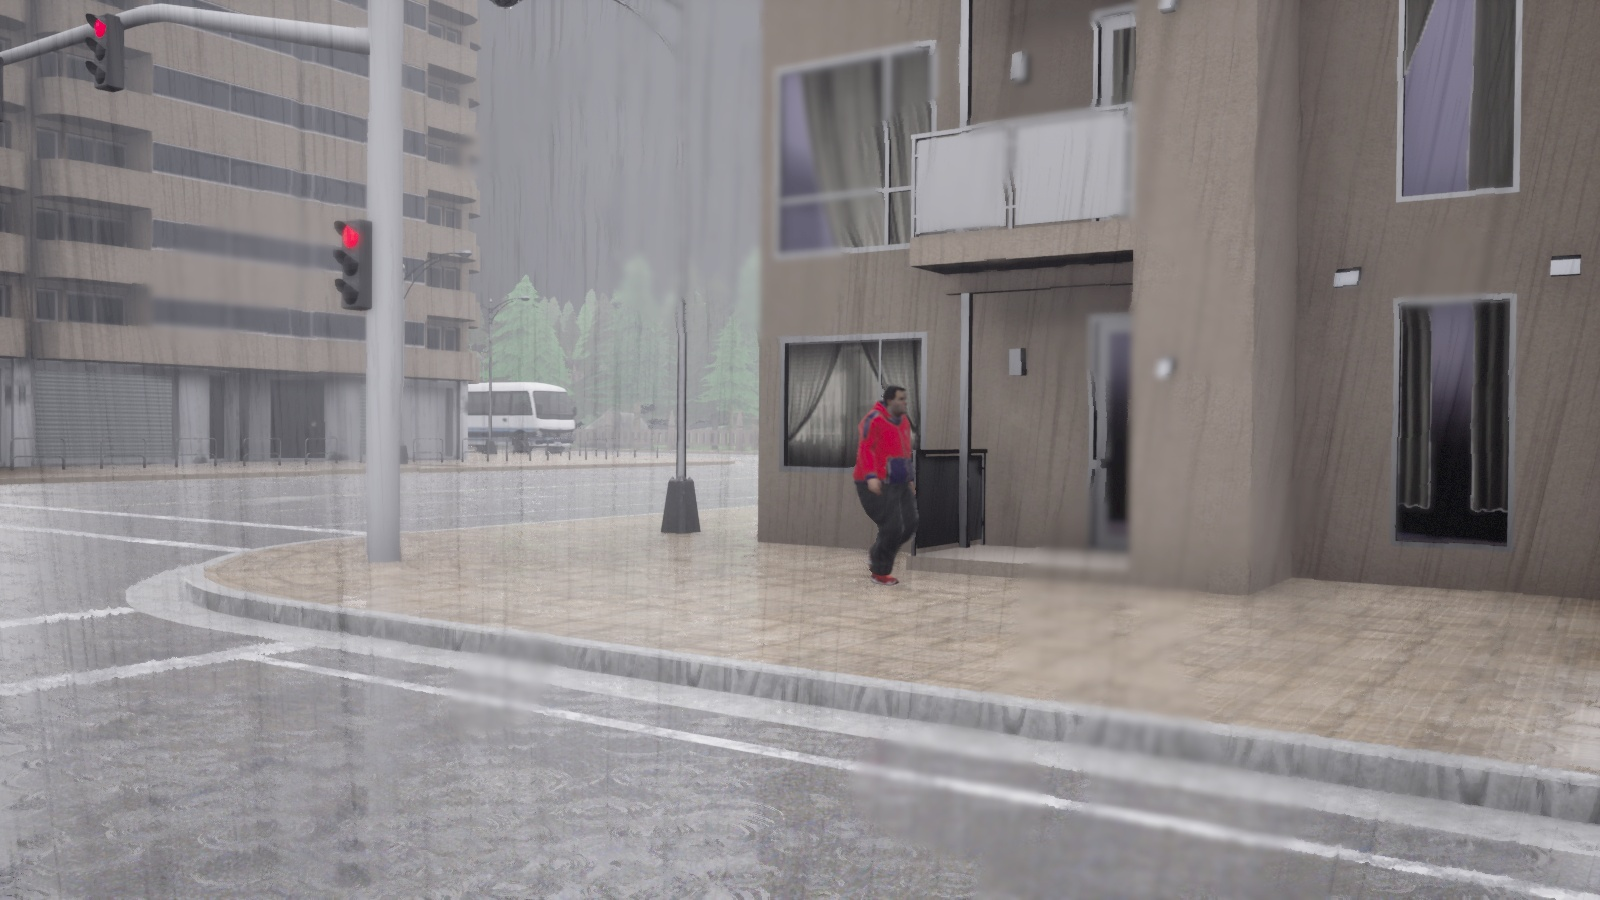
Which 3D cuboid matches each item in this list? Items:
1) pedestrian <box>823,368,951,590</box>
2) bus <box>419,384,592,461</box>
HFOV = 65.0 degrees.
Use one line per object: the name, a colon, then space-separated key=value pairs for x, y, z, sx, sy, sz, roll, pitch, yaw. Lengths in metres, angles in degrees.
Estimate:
pedestrian: x=0.760 y=0.233 z=10.951 sx=0.899 sy=1.844 sz=0.634 roll=0 pitch=1 yaw=40
bus: x=-17.545 y=-1.559 z=74.505 sx=10.273 sy=4.253 sz=3.944 roll=0 pitch=1 yaw=33
